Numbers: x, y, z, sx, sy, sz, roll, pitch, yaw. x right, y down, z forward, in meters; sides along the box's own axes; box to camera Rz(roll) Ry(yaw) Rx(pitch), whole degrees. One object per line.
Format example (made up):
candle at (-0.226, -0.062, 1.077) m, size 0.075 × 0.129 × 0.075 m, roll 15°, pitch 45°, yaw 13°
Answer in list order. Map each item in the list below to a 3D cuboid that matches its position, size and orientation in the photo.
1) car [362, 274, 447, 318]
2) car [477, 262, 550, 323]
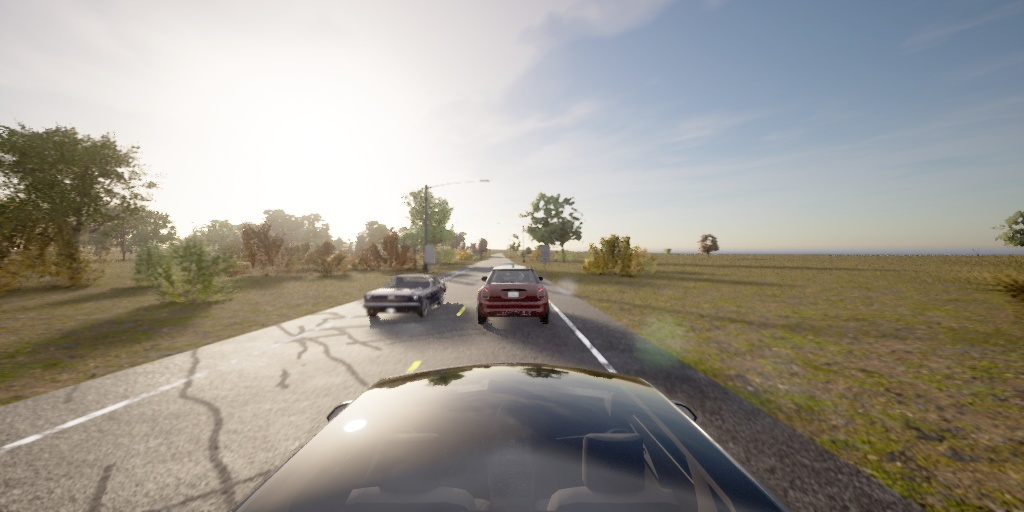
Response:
car at (-3.680, 1.348, 13.067) m, size 1.895 × 1.301 × 4.718 m, roll 0°, pitch 0°, yaw -1°
car at (0.019, 1.098, 12.187) m, size 2.097 × 1.767 × 4.553 m, roll 0°, pitch 0°, yaw -1°
